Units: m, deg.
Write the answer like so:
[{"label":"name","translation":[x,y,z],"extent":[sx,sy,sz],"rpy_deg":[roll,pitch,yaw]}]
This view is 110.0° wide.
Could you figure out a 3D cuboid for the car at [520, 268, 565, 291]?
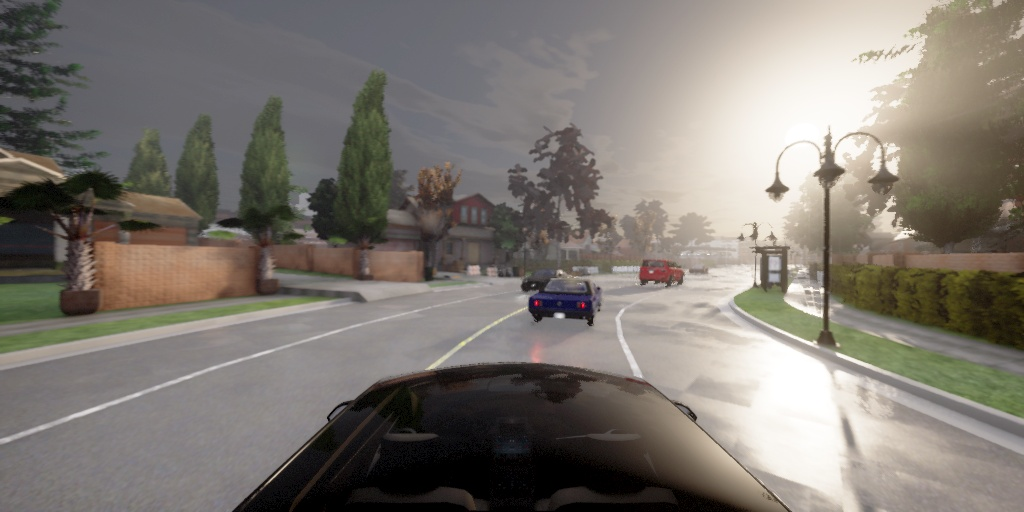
[{"label":"car","translation":[2.188,1.432,21.106],"extent":[1.994,1.385,4.181],"rpy_deg":[0,-1,31]}]

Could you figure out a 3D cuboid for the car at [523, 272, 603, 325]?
[{"label":"car","translation":[2.013,1.405,12.175],"extent":[1.895,1.301,4.718],"rpy_deg":[1,0,18]}]

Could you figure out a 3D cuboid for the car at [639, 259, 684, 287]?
[{"label":"car","translation":[11.805,1.295,28.169],"extent":[2.150,2.045,5.566],"rpy_deg":[0,-1,39]}]

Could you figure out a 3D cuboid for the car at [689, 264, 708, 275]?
[{"label":"car","translation":[28.261,2.026,54.306],"extent":[1.882,1.535,5.008],"rpy_deg":[0,0,40]}]
